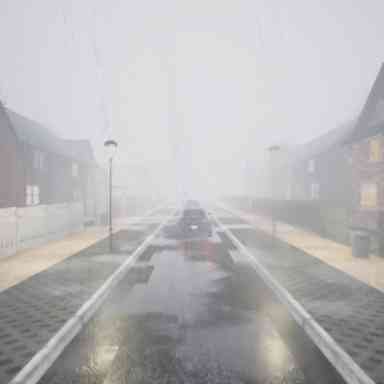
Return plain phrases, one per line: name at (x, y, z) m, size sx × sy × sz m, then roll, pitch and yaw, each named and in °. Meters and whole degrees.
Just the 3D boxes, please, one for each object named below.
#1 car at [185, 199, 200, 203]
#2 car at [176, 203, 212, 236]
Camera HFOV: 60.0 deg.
car at (0.091, 1.556, 40.370) m, size 1.812 × 1.442 × 4.674 m, roll 0°, pitch 0°, yaw 0°
car at (0.097, 1.539, 18.362) m, size 1.812 × 1.442 × 4.674 m, roll 0°, pitch 0°, yaw 0°
